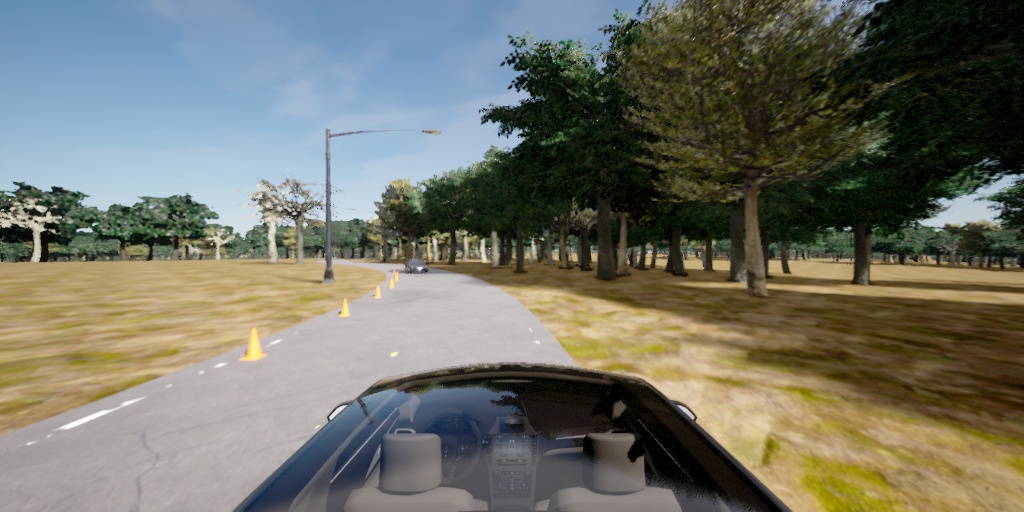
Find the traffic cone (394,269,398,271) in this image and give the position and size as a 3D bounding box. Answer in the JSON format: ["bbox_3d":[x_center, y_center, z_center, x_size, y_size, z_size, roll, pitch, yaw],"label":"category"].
[{"bbox_3d":[-9.849,1.540,30.812,0.340,0.580,0.340,0,0,-19],"label":"traffic cone"}]

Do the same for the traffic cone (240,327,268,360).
[{"bbox_3d":[-5.074,1.705,7.059,0.340,0.580,0.340,0,0,-4],"label":"traffic cone"}]

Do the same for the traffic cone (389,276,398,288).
[{"bbox_3d":[-7.196,1.617,21.467,0.340,0.580,0.340,0,0,-13],"label":"traffic cone"}]

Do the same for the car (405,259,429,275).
[{"bbox_3d":[-9.640,1.023,36.228,2.128,1.511,4.902,0,0,-23],"label":"car"}]

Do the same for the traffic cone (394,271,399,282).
[{"bbox_3d":[-8.401,1.580,26.174,0.340,0.580,0.340,0,0,-16],"label":"traffic cone"}]

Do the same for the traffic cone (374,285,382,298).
[{"bbox_3d":[-6.239,1.650,16.704,0.340,0.580,0.340,0,0,-10],"label":"traffic cone"}]

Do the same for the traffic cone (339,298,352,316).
[{"bbox_3d":[-5.531,1.679,11.897,0.340,0.580,0.340,0,0,-7],"label":"traffic cone"}]
